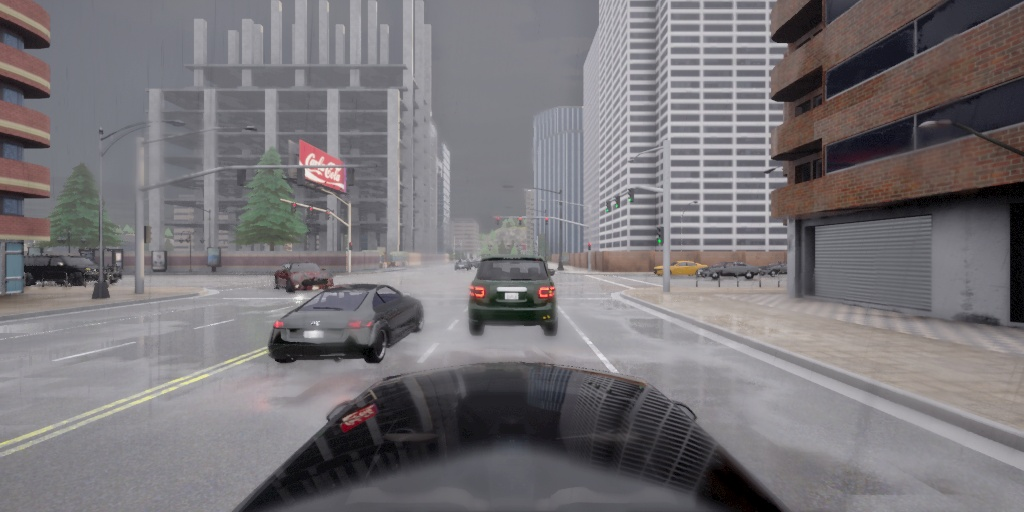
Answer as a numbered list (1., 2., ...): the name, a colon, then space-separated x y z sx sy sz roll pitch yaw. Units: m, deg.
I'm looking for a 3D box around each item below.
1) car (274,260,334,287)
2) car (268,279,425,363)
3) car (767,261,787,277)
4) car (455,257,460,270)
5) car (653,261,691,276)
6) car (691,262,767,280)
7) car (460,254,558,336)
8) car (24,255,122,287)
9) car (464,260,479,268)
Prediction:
1. car: -11.848 1.102 20.384 2.097 1.767 4.553 -1 1 -45
2. car: -3.377 1.314 8.149 1.994 1.385 4.181 0 0 0
3. car: 26.230 1.241 34.736 4.902 1.511 2.128 0 0 0
4. car: -6.838 1.241 50.685 2.128 1.511 4.902 0 0 0
5. car: 16.294 1.228 34.746 5.008 1.535 1.882 0 0 0
6. car: 18.772 1.241 31.245 4.902 1.511 2.128 0 0 0
7. car: 0.099 0.971 10.537 2.150 2.045 5.566 0 0 2
8. car: -29.732 0.973 24.044 5.566 2.045 2.150 0 0 0
9. car: -6.771 1.314 59.795 1.994 1.385 4.181 0 0 1
